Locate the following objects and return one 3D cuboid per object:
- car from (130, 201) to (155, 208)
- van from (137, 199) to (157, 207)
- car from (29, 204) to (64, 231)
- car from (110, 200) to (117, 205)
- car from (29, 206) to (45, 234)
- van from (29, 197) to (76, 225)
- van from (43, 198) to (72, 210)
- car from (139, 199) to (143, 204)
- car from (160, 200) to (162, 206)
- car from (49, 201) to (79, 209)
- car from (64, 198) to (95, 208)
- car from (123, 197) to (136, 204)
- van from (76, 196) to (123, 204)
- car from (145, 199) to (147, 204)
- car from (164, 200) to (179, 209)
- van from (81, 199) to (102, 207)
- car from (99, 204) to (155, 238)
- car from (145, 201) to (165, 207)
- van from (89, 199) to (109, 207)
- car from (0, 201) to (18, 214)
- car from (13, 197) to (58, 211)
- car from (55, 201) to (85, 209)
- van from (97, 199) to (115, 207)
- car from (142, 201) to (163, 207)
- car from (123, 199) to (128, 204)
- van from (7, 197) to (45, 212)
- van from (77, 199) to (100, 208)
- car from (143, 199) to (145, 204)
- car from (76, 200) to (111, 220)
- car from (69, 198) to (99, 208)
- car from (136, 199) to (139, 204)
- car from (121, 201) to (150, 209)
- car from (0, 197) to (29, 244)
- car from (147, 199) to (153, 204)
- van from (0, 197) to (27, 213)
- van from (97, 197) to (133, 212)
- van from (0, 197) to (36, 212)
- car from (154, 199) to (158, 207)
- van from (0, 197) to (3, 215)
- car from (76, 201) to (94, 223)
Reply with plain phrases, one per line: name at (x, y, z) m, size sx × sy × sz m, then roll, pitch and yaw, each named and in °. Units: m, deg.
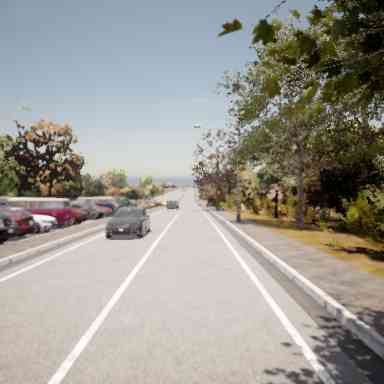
car at (-10.299, 2.620, 69.345) m, size 4.792 × 1.488 × 2.163 m, roll 0°, pitch -2°, yaw 0°
van at (-10.444, 2.589, 77.678) m, size 4.442 × 1.987 × 1.878 m, roll 0°, pitch -2°, yaw 0°
car at (-10.337, 1.627, 19.406) m, size 4.674 × 1.452 × 2.002 m, roll 0°, pitch -1°, yaw 0°
car at (-10.335, 1.777, 33.286) m, size 4.674 × 1.452 × 2.002 m, roll 0°, pitch -1°, yaw 0°
car at (-10.364, 1.586, 16.630) m, size 4.792 × 1.488 × 2.163 m, roll 0°, pitch -1°, yaw 0°
van at (-10.451, 1.391, 22.184) m, size 4.442 × 1.987 × 1.878 m, roll 0°, pitch -1°, yaw 0°
van at (-23.526, 2.065, 58.242) m, size 4.442 × 1.987 × 1.878 m, roll 0°, pitch -2°, yaw 0°
car at (-10.325, 2.067, 49.920) m, size 5.008 × 1.535 × 2.097 m, roll 0°, pitch -2°, yaw 0°
car at (-10.356, 2.919, 80.447) m, size 4.792 × 1.488 × 2.163 m, roll 0°, pitch -2°, yaw 0°
car at (-23.412, 2.406, 61.005) m, size 4.674 × 1.452 × 2.002 m, roll 0°, pitch -2°, yaw 0°
car at (-23.380, 2.342, 69.446) m, size 5.566 × 2.045 × 2.435 m, roll 0°, pitch -2°, yaw 0°
car at (-10.360, 1.591, 41.601) m, size 5.566 × 2.045 × 2.435 m, roll 0°, pitch -2°, yaw 0°
van at (-10.216, 1.542, 36.065) m, size 4.442 × 1.987 × 1.878 m, roll 0°, pitch -1°, yaw 0°
car at (-10.298, 2.091, 55.474) m, size 4.553 × 1.767 × 2.185 m, roll 0°, pitch -2°, yaw 0°
car at (-3.343, 2.158, 58.833) m, size 2.097 × 1.767 × 4.553 m, roll 0°, pitch -1°, yaw 0°
van at (-23.523, 2.591, 77.752) m, size 4.442 × 1.987 × 1.878 m, roll 0°, pitch -2°, yaw 0°
car at (-3.356, 1.592, 18.163) m, size 1.837 × 1.490 × 4.892 m, roll 0°, pitch -1°, yaw 0°
car at (-10.140, 3.221, 91.415) m, size 5.366 × 1.575 × 1.946 m, roll 0°, pitch -2°, yaw 0°
van at (-23.298, 2.743, 83.306) m, size 4.442 × 1.987 × 1.878 m, roll 0°, pitch -2°, yaw 0°
car at (-23.417, 1.799, 38.996) m, size 5.008 × 1.535 × 2.097 m, roll 0°, pitch -1°, yaw 0°
car at (-23.382, 1.816, 49.936) m, size 5.566 × 2.045 × 2.435 m, roll 0°, pitch -2°, yaw 0°
car at (-23.403, 2.443, 63.900) m, size 5.008 × 1.535 × 2.097 m, roll 0°, pitch -2°, yaw 0°
van at (-23.522, 2.999, 91.466) m, size 4.442 × 1.987 × 1.878 m, roll 0°, pitch -2°, yaw 0°
car at (-10.511, 3.132, 88.764) m, size 5.366 × 1.575 × 1.946 m, roll 0°, pitch -2°, yaw 0°
car at (-10.361, 1.827, 38.844) m, size 4.792 × 1.488 × 2.163 m, roll 0°, pitch -1°, yaw 0°
van at (-23.527, 1.767, 47.166) m, size 4.442 × 1.987 × 1.878 m, roll 0°, pitch -2°, yaw 0°
van at (-23.290, 2.516, 74.983) m, size 4.442 × 1.987 × 1.878 m, roll 0°, pitch -2°, yaw 0°
car at (-10.299, 2.016, 52.699) m, size 4.553 × 1.767 × 2.185 m, roll 0°, pitch -2°, yaw 0°
car at (-10.303, 1.737, 30.509) m, size 4.792 × 1.488 × 2.163 m, roll 0°, pitch -1°, yaw 0°
car at (-23.379, 2.416, 72.215) m, size 5.566 × 2.045 × 2.435 m, roll 0°, pitch -2°, yaw 0°
car at (-10.333, 2.032, 47.144) m, size 4.674 × 1.452 × 2.002 m, roll 0°, pitch -2°, yaw 0°
car at (-10.323, 2.367, 61.021) m, size 4.892 × 1.521 × 2.231 m, roll 0°, pitch -2°, yaw 0°
car at (-10.307, 1.275, 13.857) m, size 5.566 × 2.045 × 2.435 m, roll 0°, pitch -1°, yaw 0°
car at (-10.144, 2.288, 58.246) m, size 5.366 × 1.575 × 1.946 m, roll 0°, pitch -2°, yaw 0°
van at (-23.295, 1.617, 41.619) m, size 4.442 × 1.987 × 1.878 m, roll 0°, pitch -1°, yaw 0°
van at (-10.214, 1.692, 44.376) m, size 4.442 × 1.987 × 1.878 m, roll 0°, pitch -2°, yaw 0°
van at (-23.527, 1.695, 44.522) m, size 4.442 × 1.987 × 1.878 m, roll 0°, pitch -2°, yaw 0°
car at (-10.143, 2.513, 66.571) m, size 5.366 × 1.575 × 1.946 m, roll 0°, pitch -2°, yaw 0°
van at (-23.295, 1.543, 36.228) m, size 4.442 × 1.987 × 1.878 m, roll 0°, pitch -1°, yaw 0°
car at (-10.339, 1.647, 24.958) m, size 5.008 × 1.535 × 2.097 m, roll 0°, pitch -1°, yaw 0°
